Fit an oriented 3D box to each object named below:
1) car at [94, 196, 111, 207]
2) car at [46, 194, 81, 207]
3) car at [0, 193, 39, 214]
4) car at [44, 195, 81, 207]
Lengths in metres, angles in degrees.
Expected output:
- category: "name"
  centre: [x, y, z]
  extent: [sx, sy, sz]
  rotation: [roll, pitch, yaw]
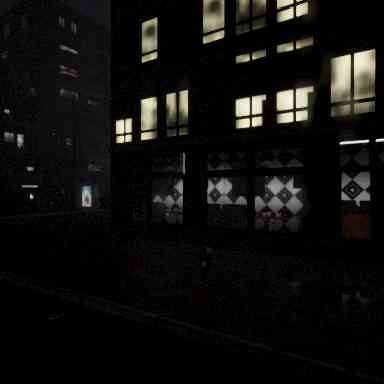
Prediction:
- category: "car"
  centre: [-9.754, 1.072, 38.170]
  extent: [1.947, 1.339, 4.313]
  rotation: [1, 2, 35]
- category: "car"
  centre: [-14.984, 1.002, 40.813]
  extent: [2.128, 1.511, 4.902]
  rotation: [0, 1, 35]
- category: "car"
  centre: [-16.106, 1.029, 29.069]
  extent: [2.192, 1.841, 5.009]
  rotation: [1, 2, 35]
- category: "car"
  centre: [-16.660, 1.074, 42.917]
  extent: [1.802, 1.307, 4.206]
  rotation: [1, 2, 35]
